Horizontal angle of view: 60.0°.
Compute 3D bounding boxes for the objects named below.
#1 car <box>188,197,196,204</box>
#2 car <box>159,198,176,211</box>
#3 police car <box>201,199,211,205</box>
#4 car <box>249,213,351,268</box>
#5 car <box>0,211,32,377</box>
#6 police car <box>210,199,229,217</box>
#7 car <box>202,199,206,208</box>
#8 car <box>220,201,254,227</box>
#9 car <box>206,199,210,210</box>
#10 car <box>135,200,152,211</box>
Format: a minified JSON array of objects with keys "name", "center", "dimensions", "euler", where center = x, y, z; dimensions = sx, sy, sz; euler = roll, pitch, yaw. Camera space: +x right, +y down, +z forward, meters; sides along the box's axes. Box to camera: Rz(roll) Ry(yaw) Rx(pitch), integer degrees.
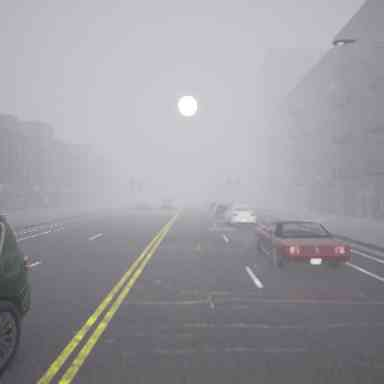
[{"name":"car","center":[-0.009,2.518,88.517],"dimensions":[2.033,1.411,5.357],"euler":[0,-2,0]},{"name":"car","center":[-3.338,1.644,45.854],"dimensions":[2.097,1.767,4.553],"euler":[0,-1,0]},{"name":"police car","center":[3.243,2.347,77.926],"dimensions":[2.038,1.542,4.974],"euler":[0,-1,0]},{"name":"car","center":[3.356,1.594,11.203],"dimensions":[1.895,1.301,4.718],"euler":[0,0,0]},{"name":"car","center":[-3.349,1.219,2.492],"dimensions":[2.150,2.045,5.566],"euler":[0,0,0]},{"name":"police car","center":[3.246,1.591,34.031],"dimensions":[1.930,1.638,5.238],"euler":[0,-1,0]},{"name":"car","center":[3.245,1.982,55.921],"dimensions":[1.994,1.385,4.181],"euler":[0,-1,0]},{"name":"car","center":[3.248,1.576,22.920],"dimensions":[1.812,1.442,4.674],"euler":[0,-1,0]},{"name":"car","center":[3.246,1.760,44.920],"dimensions":[1.882,1.535,5.008],"euler":[0,-1,0]},{"name":"car","center":[-6.591,1.815,45.538],"dimensions":[1.812,1.442,4.674],"euler":[0,-1,0]}]
